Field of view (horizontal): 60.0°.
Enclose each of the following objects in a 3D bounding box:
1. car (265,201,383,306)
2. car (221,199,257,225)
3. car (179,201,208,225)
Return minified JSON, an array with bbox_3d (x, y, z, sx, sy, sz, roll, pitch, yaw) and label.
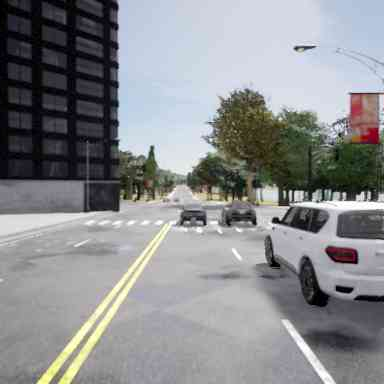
[{"bbox_3d":[3.348,1.225,8.124,2.150,2.045,5.566,0,0,0],"label":"car"},{"bbox_3d":[3.347,1.398,24.342,2.097,1.767,4.553,0,0,0],"label":"car"},{"bbox_3d":[0.097,1.554,24.664,1.837,1.490,4.892,0,0,0],"label":"car"}]
